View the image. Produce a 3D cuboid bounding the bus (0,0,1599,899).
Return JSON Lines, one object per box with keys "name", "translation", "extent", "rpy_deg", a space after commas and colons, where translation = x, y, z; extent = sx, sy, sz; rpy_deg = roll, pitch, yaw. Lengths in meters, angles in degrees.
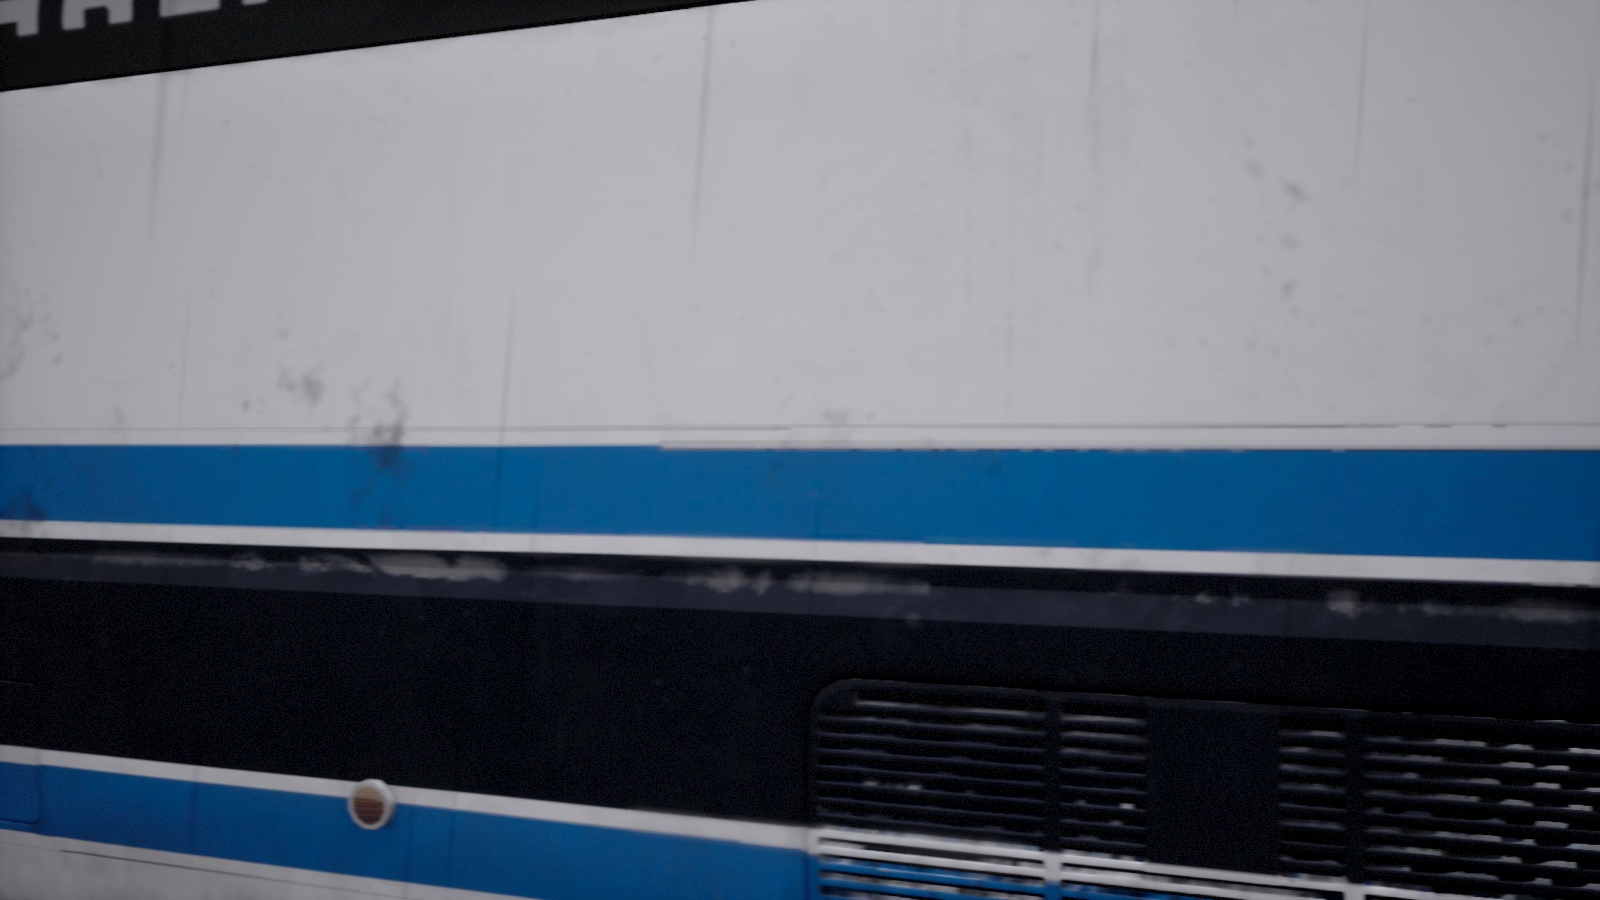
{"name": "bus", "translation": [0.367, -0.606, 3.576], "extent": [10.273, 4.253, 3.944], "rpy_deg": [1, 1, 19]}
